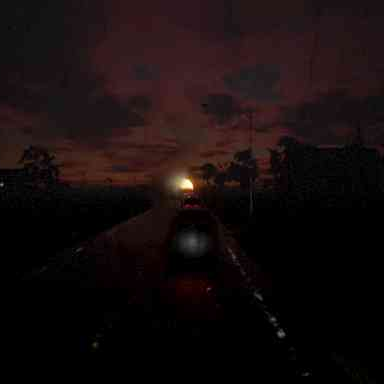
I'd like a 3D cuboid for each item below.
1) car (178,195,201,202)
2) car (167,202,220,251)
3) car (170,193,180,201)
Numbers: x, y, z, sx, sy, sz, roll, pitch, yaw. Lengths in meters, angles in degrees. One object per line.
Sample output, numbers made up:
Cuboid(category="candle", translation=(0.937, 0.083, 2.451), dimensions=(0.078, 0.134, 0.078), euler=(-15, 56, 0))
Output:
Cuboid(category="car", translation=(0.037, 1.208, 28.283), dimensions=(1.837, 1.490, 4.892), euler=(0, 1, 0))
Cuboid(category="car", translation=(0.044, 1.361, 13.301), dimensions=(1.837, 1.490, 4.892), euler=(0, 1, 0))
Cuboid(category="car", translation=(-2.801, 0.950, 59.628), dimensions=(1.994, 1.385, 4.181), euler=(0, 1, 1))
